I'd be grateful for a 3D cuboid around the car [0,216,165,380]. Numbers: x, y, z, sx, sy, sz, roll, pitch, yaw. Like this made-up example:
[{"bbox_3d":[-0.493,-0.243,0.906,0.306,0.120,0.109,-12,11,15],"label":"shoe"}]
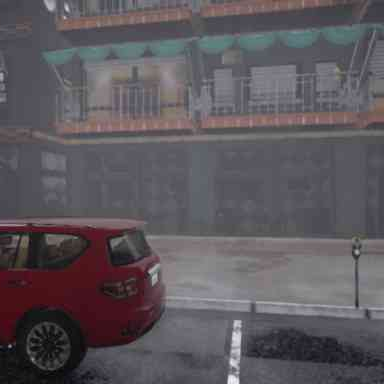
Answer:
[{"bbox_3d":[-2.887,1.316,5.096,5.009,1.841,2.192,0,0,9],"label":"car"}]
